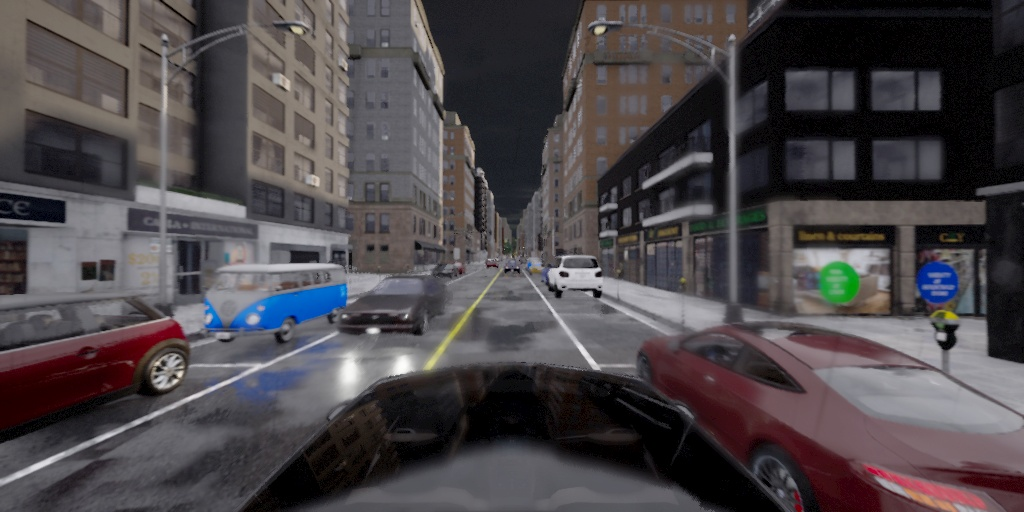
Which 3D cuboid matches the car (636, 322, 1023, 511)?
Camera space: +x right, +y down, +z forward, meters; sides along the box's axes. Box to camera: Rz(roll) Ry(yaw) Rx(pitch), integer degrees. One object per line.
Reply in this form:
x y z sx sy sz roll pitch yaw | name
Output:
2.667 1.331 3.681 1.802 1.307 4.207 0 0 0 | car

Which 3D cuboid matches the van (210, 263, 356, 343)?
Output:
-5.861 1.089 9.358 1.690 1.789 3.998 0 0 0 | van

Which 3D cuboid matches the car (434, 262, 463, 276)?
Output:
-5.868 1.307 32.050 1.948 1.339 4.313 0 0 0 | car

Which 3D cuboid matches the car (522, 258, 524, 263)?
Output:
2.652 1.259 49.239 1.751 1.417 4.829 0 0 0 | car

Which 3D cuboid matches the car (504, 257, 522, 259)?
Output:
0.203 1.256 56.365 1.812 1.442 4.674 0 0 6 | car

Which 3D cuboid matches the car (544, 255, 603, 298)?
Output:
3.100 0.974 18.496 2.150 2.045 5.566 0 0 0 | car

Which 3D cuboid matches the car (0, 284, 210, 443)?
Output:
-5.858 1.189 3.685 1.967 1.591 4.097 0 0 0 | car

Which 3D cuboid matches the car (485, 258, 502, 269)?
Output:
-3.020 1.344 56.360 1.895 1.301 4.718 0 0 0 | car

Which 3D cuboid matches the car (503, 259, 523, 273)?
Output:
0.049 1.337 42.929 1.895 1.301 4.718 0 0 0 | car

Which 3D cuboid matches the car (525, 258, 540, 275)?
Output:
2.656 1.264 37.892 1.751 1.417 4.829 0 0 0 | car

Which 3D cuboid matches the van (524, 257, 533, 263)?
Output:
2.654 1.077 43.396 1.690 1.789 3.998 0 0 0 | van

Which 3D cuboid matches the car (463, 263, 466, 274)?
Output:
-5.870 1.284 37.722 1.888 1.381 4.507 0 0 0 | car

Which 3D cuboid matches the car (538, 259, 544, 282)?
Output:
3.131 1.221 25.466 1.882 1.535 5.008 0 0 0 | car

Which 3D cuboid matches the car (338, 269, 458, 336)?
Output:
-3.103 1.295 10.684 2.033 1.411 5.357 0 0 0 | car
